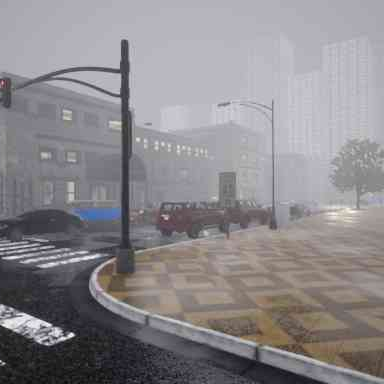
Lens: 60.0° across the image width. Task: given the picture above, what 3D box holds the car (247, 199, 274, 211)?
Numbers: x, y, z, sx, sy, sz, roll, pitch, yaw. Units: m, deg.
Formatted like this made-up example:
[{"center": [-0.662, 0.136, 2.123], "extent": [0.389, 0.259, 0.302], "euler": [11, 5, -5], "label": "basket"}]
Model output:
[{"center": [9.318, 1.722, 45.150], "extent": [2.008, 1.369, 4.403], "euler": [-1, -1, 35], "label": "car"}]

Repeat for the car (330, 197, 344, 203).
[{"center": [34.892, 1.915, 81.191], "extent": [2.008, 1.369, 4.403], "euler": [-1, -1, 35], "label": "car"}]

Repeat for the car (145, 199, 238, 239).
[{"center": [0.169, 1.350, 17.779], "extent": [2.192, 1.841, 5.009], "euler": [-1, -1, 35], "label": "car"}]

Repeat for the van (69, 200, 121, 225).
[{"center": [-6.667, 1.414, 22.626], "extent": [1.690, 1.788, 3.998], "euler": [-1, 0, 35], "label": "van"}]

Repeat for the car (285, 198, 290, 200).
[{"center": [10.329, 1.715, 42.045], "extent": [1.994, 1.385, 4.181], "euler": [0, 0, 36], "label": "car"}]

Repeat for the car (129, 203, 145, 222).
[{"center": [-3.470, 1.531, 27.130], "extent": [1.967, 1.590, 4.097], "euler": [-1, -1, 35], "label": "car"}]

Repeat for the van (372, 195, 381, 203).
[{"center": [44.923, 1.693, 80.851], "extent": [1.690, 1.788, 3.998], "euler": [-1, -1, 35], "label": "van"}]

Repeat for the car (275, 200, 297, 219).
[{"center": [6.563, 1.616, 26.787], "extent": [1.887, 1.381, 4.507], "euler": [-1, -1, 35], "label": "car"}]

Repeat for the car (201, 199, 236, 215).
[{"center": [2.924, 1.570, 36.141], "extent": [1.967, 1.590, 4.097], "euler": [-1, -1, 35], "label": "car"}]

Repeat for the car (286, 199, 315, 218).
[{"center": [9.760, 1.657, 31.292], "extent": [1.947, 1.339, 4.313], "euler": [-1, -1, 35], "label": "car"}]

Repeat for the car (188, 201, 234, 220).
[{"center": [1.808, 1.604, 30.082], "extent": [1.837, 1.490, 4.892], "euler": [0, -1, 35], "label": "car"}]

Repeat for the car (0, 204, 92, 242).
[{"center": [-7.802, 1.572, 17.019], "extent": [1.812, 1.442, 4.674], "euler": [0, 0, 40], "label": "car"}]

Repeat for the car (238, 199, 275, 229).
[{"center": [3.365, 1.368, 22.284], "extent": [2.192, 1.841, 5.009], "euler": [-1, -1, 35], "label": "car"}]

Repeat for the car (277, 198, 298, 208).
[{"center": [15.612, 1.742, 54.021], "extent": [1.752, 1.417, 4.829], "euler": [-1, -1, 35], "label": "car"}]

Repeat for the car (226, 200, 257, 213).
[{"center": [6.120, 1.701, 40.644], "extent": [2.008, 1.369, 4.403], "euler": [-1, -1, 35], "label": "car"}]

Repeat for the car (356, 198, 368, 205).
[{"center": [32.137, 1.801, 62.828], "extent": [2.008, 1.369, 4.403], "euler": [-1, -1, 35], "label": "car"}]
